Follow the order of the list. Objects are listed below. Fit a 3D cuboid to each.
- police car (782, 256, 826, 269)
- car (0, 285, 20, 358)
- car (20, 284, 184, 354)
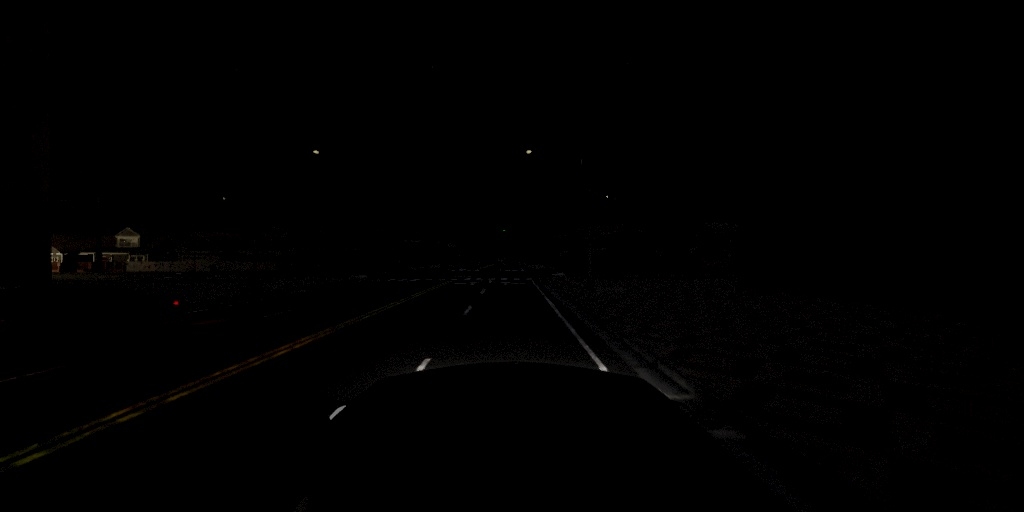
[{"bbox_3d":[37.241,0.824,45.541,5.238,1.638,1.930,0,0,0],"label":"police car"},{"bbox_3d":[-6.600,0.973,1.220,2.150,2.045,5.566,0,0,0],"label":"car"},{"bbox_3d":[-9.848,1.297,7.324,2.033,1.411,5.357,0,0,0],"label":"car"}]
